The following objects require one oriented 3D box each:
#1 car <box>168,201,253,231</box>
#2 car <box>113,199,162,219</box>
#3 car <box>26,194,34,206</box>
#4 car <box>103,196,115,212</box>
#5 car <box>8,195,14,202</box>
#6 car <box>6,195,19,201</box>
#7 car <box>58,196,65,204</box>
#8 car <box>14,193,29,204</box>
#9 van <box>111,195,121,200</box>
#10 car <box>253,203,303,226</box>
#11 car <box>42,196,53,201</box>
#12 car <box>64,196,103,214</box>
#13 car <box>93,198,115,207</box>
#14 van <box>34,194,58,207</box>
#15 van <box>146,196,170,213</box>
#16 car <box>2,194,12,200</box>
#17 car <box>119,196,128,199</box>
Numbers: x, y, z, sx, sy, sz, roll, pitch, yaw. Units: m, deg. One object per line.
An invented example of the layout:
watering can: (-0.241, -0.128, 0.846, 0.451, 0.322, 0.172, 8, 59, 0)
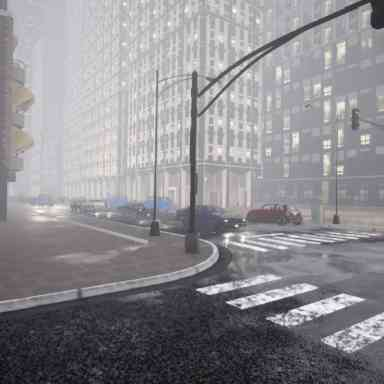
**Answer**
car: (0.954, 1.498, 20.709, 2.033, 1.411, 5.357, 1, -1, -36)
car: (-4.793, 1.537, 28.856, 1.895, 1.301, 4.718, 1, -1, -35)
car: (-23.843, 1.432, 51.373, 1.802, 1.307, 4.206, 1, -1, -35)
car: (-10.720, 1.448, 37.273, 1.812, 1.442, 4.674, 1, -1, -35)
car: (-36.864, 1.396, 69.838, 1.947, 1.339, 4.313, 1, -1, -35)
car: (-40.118, 1.377, 74.454, 2.008, 1.369, 4.403, 1, -1, -35)
car: (-24.083, 1.433, 61.759, 1.882, 1.535, 5.008, 1, -1, -35)
car: (-30.349, 1.155, 60.608, 2.192, 1.841, 5.009, 1, -1, -35)
van: (-10.480, 1.368, 46.972, 1.690, 1.788, 3.998, 1, -1, -35)
car: (5.795, 1.505, 23.889, 1.967, 1.590, 4.097, 1, -1, -35)
car: (-36.527, 1.570, 83.898, 1.802, 1.307, 4.206, 1, -1, -35)
car: (-10.821, 1.427, 32.908, 2.008, 1.369, 4.403, 1, -1, -35)
car: (-13.740, 1.586, 51.585, 1.947, 1.339, 4.313, 1, -1, -35)
van: (-20.583, 1.197, 46.759, 1.690, 1.788, 3.998, 1, -1, -35)
van: (-3.970, 1.382, 37.739, 1.690, 1.788, 3.998, 1, -1, -35)
car: (-46.533, 1.365, 83.550, 1.752, 1.417, 4.829, 1, -1, -35)
car: (-7.229, 1.584, 42.353, 2.008, 1.369, 4.403, 1, -1, -35)
